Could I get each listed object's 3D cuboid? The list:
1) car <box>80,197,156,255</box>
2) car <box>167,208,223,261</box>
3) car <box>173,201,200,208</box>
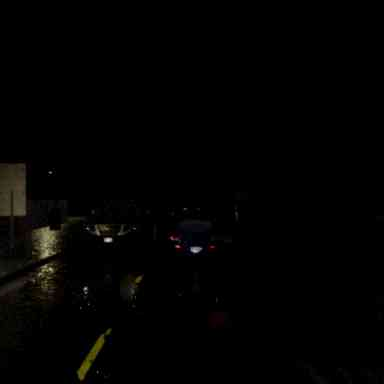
[{"bbox_3d":[-2.756,1.240,13.715,2.150,2.045,5.566,0,0,0],"label":"car"},{"bbox_3d":[0.085,1.541,12.188,1.812,1.442,4.674,0,0,0],"label":"car"},{"bbox_3d":[-0.437,1.527,28.057,2.128,1.511,4.902,0,0,-12],"label":"car"}]
